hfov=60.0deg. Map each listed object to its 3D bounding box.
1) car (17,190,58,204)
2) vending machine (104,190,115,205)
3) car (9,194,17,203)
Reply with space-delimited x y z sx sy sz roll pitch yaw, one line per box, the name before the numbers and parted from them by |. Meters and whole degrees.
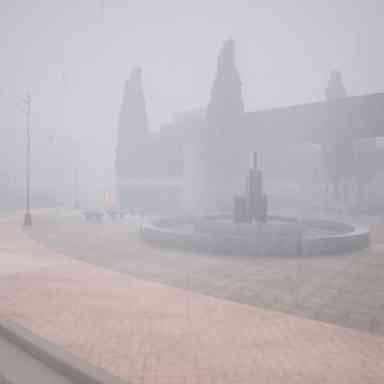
car | -22.634 0.677 49.749 2.150 2.045 5.566 0 0 22
vending machine | -11.596 0.774 46.868 1.100 2.100 0.880 1 0 23
car | -25.563 0.636 51.887 2.150 2.045 5.566 0 0 22
